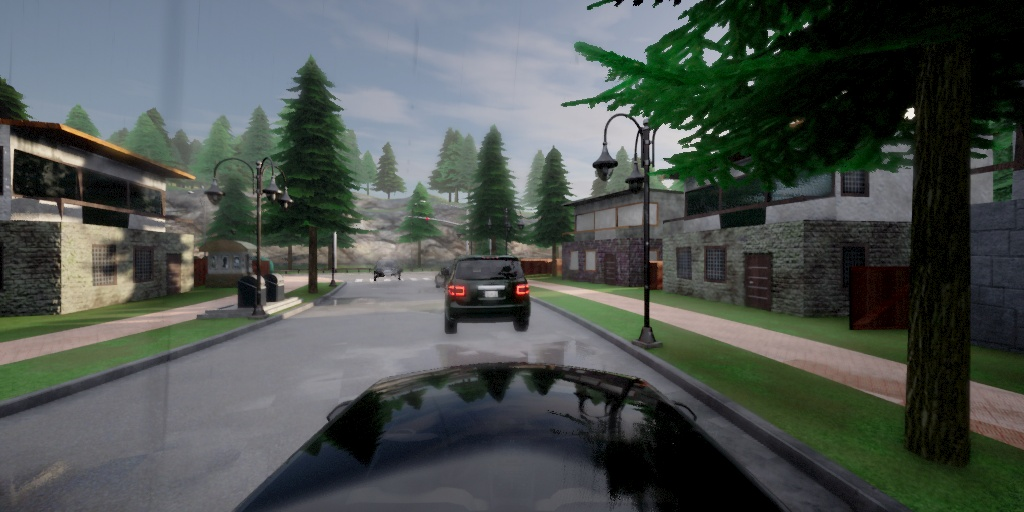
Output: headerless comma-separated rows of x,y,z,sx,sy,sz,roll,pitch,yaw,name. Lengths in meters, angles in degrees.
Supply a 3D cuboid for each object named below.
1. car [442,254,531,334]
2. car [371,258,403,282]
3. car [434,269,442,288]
-0.937,0.971,10.895,2.150,2.045,5.566,0,0,-10,car
-8.968,0.929,25.727,2.128,1.511,4.902,0,0,-20,car
-3.324,1.297,21.098,2.033,1.411,5.357,0,0,-21,car
